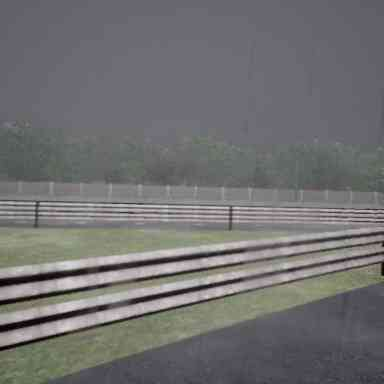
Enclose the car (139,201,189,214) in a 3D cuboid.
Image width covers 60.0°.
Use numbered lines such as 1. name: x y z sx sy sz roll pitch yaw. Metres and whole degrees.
1. car: -2.547 1.483 30.309 4.718 1.301 1.895 2 -1 -7
